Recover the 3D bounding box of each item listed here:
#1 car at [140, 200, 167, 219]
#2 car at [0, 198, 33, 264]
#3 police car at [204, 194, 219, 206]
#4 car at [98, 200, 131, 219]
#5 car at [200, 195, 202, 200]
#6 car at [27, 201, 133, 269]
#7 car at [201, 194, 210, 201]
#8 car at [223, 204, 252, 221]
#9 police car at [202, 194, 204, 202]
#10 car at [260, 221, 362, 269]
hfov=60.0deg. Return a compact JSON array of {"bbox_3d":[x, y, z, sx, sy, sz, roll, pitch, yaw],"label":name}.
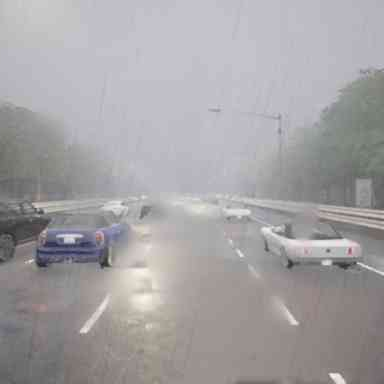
[{"bbox_3d":[-3.384,1.514,29.185,1.837,1.490,4.892,0,0,0],"label":"car"},{"bbox_3d":[-6.893,1.225,12.016,2.150,2.045,5.566,0,0,0],"label":"car"},{"bbox_3d":[3.537,1.459,57.269,1.930,1.638,5.238,0,0,0],"label":"police car"},{"bbox_3d":[-6.885,1.535,30.048,1.812,1.442,4.674,0,0,0],"label":"car"},{"bbox_3d":[3.604,1.572,79.132,1.837,1.490,4.892,0,0,0],"label":"car"},{"bbox_3d":[-3.393,1.355,11.347,2.097,1.767,4.553,0,0,0],"label":"car"},{"bbox_3d":[3.656,1.435,90.091,2.097,1.767,4.553,0,0,0],"label":"car"},{"bbox_3d":[3.615,1.610,27.557,1.895,1.301,4.718,0,0,0],"label":"car"},{"bbox_3d":[3.565,1.476,68.255,1.930,1.638,5.238,0,0,0],"label":"police car"},{"bbox_3d":[3.605,1.604,11.102,1.895,1.301,4.718,0,0,0],"label":"car"}]
